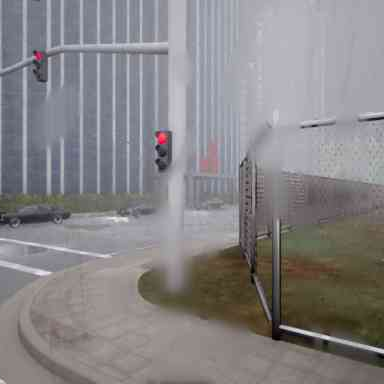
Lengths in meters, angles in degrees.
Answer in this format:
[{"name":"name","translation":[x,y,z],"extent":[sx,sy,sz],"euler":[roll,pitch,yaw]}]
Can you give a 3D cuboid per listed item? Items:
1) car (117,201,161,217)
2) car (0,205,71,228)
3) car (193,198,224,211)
[{"name":"car","translation":[-4.765,1.508,30.208],"extent":[1.994,1.385,4.181],"euler":[0,0,36]},{"name":"car","translation":[-10.612,1.545,22.065],"extent":[1.895,1.301,4.718],"euler":[0,0,36]},{"name":"car","translation":[2.090,1.450,39.739],"extent":[1.837,1.490,4.892],"euler":[0,0,36]}]
